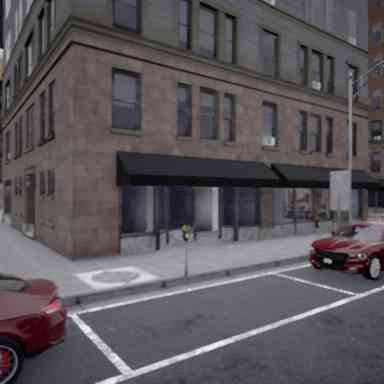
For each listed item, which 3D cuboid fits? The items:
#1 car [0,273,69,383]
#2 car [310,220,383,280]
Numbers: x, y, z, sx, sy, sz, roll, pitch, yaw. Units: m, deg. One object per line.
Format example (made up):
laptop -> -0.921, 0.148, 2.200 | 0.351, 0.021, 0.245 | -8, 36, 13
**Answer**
car -> -3.582, 1.580, 3.633 | 4.206, 1.307, 1.802 | 0, 0, -35
car -> 5.393, 1.570, 10.032 | 4.507, 1.381, 1.887 | 0, 0, -35
